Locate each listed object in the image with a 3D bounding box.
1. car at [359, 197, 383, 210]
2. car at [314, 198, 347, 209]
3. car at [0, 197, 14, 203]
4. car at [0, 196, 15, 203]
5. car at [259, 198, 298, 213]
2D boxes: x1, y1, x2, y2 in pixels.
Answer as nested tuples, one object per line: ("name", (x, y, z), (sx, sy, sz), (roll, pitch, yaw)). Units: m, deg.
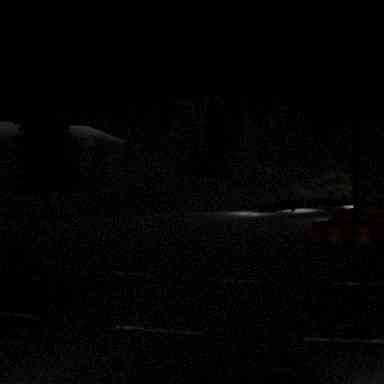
("car", (15.585, 1.406, 27.870), (4.892, 1.490, 1.837), (0, 0, -35))
("car", (17.455, 1.436, 42.012), (4.718, 1.301, 1.895), (-1, 0, -35))
("car", (-33.544, 1.465, 58.722), (2.128, 1.511, 4.902), (0, 0, -11))
("car", (-37.934, 1.493, 67.059), (2.033, 1.411, 5.357), (0, 0, -3))
("car", (9.530, 1.377, 36.448), (5.008, 1.535, 1.882), (0, 0, -35))
